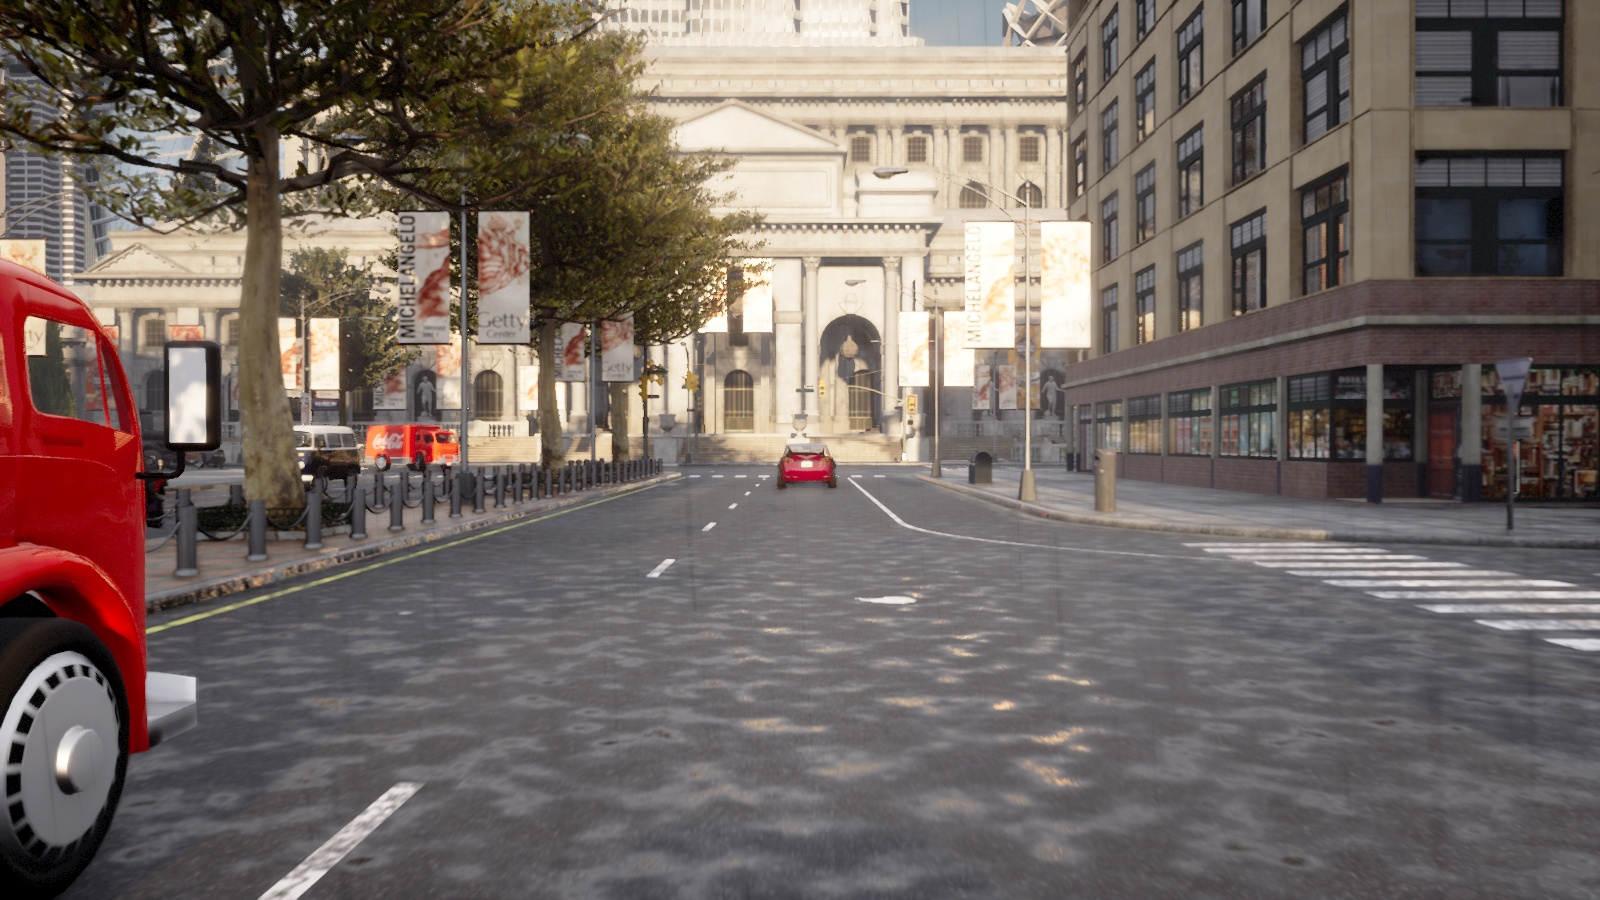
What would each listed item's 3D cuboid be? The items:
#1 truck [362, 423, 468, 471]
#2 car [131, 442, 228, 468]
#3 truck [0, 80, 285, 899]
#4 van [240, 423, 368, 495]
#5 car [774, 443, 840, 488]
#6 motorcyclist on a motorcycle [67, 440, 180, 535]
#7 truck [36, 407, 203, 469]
[{"bbox_3d":[-20.533,-0.138,67.009,5.204,2.467,2.627,0,0,32],"label":"truck"},{"bbox_3d":[-37.069,0.298,75.053,4.892,1.490,1.837,0,0,0],"label":"car"},{"bbox_3d":[-3.470,0.242,2.626,2.627,2.467,5.204,0,0,0],"label":"truck"},{"bbox_3d":[-14.788,0.245,37.725,2.069,2.038,4.480,0,0,0],"label":"van"},{"bbox_3d":[0.242,0.501,43.505,2.163,1.488,4.792,0,0,0],"label":"car"},{"bbox_3d":[-11.375,0.600,21.194,0.797,1.523,2.044,0,0,0],"label":"motorcyclist on a motorcycle"},{"bbox_3d":[-38.671,-0.670,71.558,7.936,3.462,2.891,0,0,0],"label":"truck"}]
